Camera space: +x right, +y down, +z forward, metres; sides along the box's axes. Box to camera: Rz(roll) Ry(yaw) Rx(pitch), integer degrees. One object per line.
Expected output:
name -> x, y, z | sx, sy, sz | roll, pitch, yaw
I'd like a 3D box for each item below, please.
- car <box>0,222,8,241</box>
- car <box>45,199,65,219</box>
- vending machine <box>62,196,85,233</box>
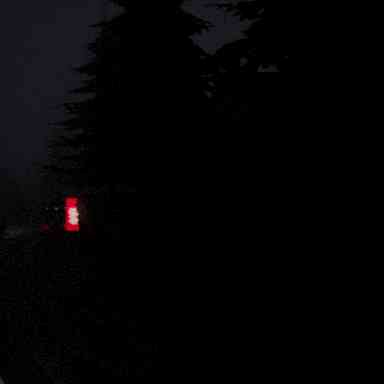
car -> -9.333, 1.641, 14.086 | 1.895, 1.301, 4.718 | 1, 0, -16
car -> -11.681, 1.498, 30.591 | 2.097, 1.767, 4.553 | 1, -1, -2
vending machine -> -6.885, 1.293, 19.363 | 1.100, 2.100, 0.880 | 1, 0, -13
